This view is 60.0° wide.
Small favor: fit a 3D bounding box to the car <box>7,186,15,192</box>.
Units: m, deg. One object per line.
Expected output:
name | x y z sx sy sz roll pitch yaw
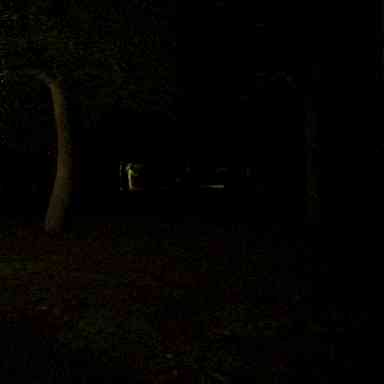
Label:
car | -44.617 -0.723 78.733 1.882 1.535 5.008 -1 1 34
